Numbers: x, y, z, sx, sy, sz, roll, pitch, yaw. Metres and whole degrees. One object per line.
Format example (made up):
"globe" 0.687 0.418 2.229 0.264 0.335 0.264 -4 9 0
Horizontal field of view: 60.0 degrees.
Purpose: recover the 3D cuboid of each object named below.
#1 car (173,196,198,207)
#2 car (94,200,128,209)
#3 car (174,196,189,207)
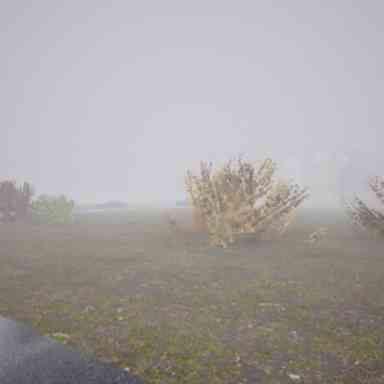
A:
"car" -1.186 1.886 66.144 2.150 2.045 5.566 -1 -1 36
"car" -12.318 1.909 50.846 2.033 1.411 5.357 -1 -1 36
"car" -0.977 1.943 60.423 1.882 1.535 5.008 -1 -1 36
